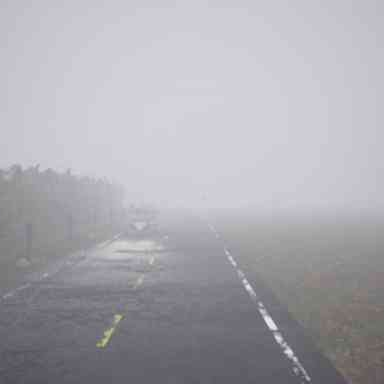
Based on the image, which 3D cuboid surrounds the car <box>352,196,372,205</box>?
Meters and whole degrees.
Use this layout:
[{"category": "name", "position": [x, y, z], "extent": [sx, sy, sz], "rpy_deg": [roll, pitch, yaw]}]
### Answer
[{"category": "car", "position": [35.080, 1.692, 67.900], "extent": [4.553, 1.767, 2.097], "rpy_deg": [-1, -1, 0]}]

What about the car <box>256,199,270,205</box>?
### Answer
[{"category": "car", "position": [15.112, 2.076, 67.807], "extent": [4.181, 1.385, 1.994], "rpy_deg": [-1, -1, 0]}]

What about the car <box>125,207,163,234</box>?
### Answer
[{"category": "car", "position": [-2.841, 1.701, 20.555], "extent": [2.128, 1.511, 4.902], "rpy_deg": [0, -1, 0]}]
